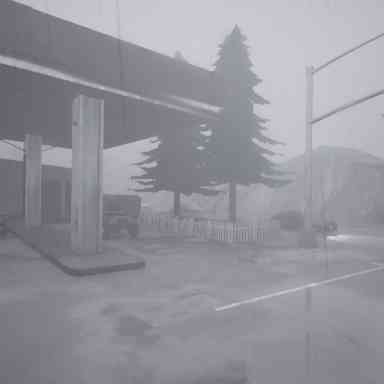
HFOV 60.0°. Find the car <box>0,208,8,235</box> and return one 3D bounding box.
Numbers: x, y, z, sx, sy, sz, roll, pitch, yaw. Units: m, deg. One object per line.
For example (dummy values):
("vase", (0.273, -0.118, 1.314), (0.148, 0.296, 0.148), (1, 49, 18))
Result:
("car", (-11.640, 1.520, 18.488), (2.242, 1.667, 4.611), (1, 0, -36))

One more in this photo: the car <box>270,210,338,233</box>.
("car", (6.954, 1.850, 21.022), (1.994, 1.385, 4.181), (1, 0, -36))

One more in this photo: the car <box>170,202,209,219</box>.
("car", (-0.347, 1.726, 31.359), (1.812, 1.442, 4.674), (1, 0, -35))

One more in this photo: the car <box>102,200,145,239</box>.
("car", (-4.509, 1.446, 18.283), (1.905, 1.878, 3.866), (1, 0, -36))

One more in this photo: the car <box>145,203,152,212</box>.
("car", (-6.565, 1.654, 40.181), (1.812, 1.442, 4.674), (1, 0, -35))
